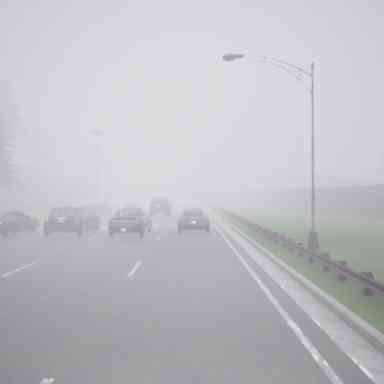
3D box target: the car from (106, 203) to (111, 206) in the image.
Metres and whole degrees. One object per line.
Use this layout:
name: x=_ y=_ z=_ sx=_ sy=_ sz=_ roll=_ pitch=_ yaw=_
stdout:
car: x=-10.406 y=1.899 z=37.656 sx=1.837 sy=1.490 sz=4.892 roll=0 pitch=-1 yaw=0

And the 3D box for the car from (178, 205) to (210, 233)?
car: x=0.096 y=1.791 z=21.649 sx=1.994 sy=1.385 sz=4.181 roll=0 pitch=-1 yaw=0

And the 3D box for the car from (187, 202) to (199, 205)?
car: x=0.081 y=1.930 z=38.608 sx=1.812 sy=1.442 sz=4.674 roll=0 pitch=-1 yaw=0

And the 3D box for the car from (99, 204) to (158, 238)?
car: x=-3.403 y=1.690 z=18.920 sx=2.128 sy=1.511 sz=4.902 roll=0 pitch=-1 yaw=0

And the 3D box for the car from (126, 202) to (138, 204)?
car: x=-6.920 y=1.931 z=38.641 sx=1.812 sy=1.442 sz=4.674 roll=0 pitch=-1 yaw=0

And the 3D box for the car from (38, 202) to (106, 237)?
car: x=-6.903 y=1.559 z=19.691 sx=2.097 sy=1.767 sz=4.553 roll=0 pitch=-1 yaw=0

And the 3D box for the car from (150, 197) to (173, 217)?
car: x=-3.406 y=1.607 z=36.743 sx=2.150 sy=2.045 sz=5.566 roll=0 pitch=-1 yaw=0

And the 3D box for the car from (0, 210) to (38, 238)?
car: x=-10.416 y=1.723 z=18.784 sx=1.812 sy=1.442 sz=4.674 roll=0 pitch=-1 yaw=0
